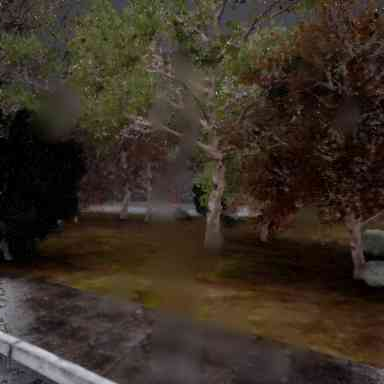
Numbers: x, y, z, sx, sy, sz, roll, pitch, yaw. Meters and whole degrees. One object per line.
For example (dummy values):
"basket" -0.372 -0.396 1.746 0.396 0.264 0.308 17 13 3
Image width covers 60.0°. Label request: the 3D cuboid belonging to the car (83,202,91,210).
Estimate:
"car" -14.387 1.338 39.557 1.837 1.490 4.892 2 -3 44
